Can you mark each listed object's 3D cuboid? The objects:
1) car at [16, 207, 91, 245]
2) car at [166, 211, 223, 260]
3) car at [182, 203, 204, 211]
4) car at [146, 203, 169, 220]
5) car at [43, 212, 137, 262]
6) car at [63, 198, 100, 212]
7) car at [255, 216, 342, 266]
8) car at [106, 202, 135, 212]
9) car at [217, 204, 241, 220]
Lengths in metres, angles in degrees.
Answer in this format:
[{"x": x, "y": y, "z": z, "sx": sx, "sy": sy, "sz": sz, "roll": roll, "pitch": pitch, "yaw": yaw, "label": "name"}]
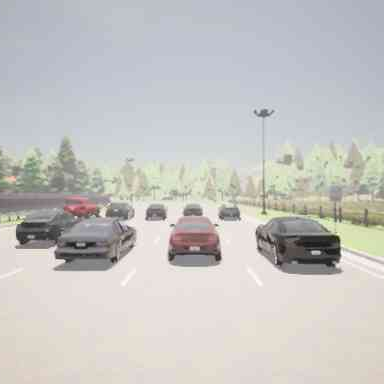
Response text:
[{"x": -6.906, "y": 1.704, "z": 16.711, "sx": 1.837, "sy": 1.490, "sz": 4.892, "roll": 0, "pitch": -1, "yaw": 0, "label": "car"}, {"x": 0.088, "y": 1.681, "z": 12.991, "sx": 1.812, "sy": 1.442, "sz": 4.674, "roll": 0, "pitch": -1, "yaw": 0, "label": "car"}, {"x": 0.093, "y": 1.894, "z": 32.672, "sx": 1.837, "sy": 1.490, "sz": 4.892, "roll": 0, "pitch": -1, "yaw": 0, "label": "car"}, {"x": -3.407, "y": 1.893, "z": 32.666, "sx": 1.837, "sy": 1.490, "sz": 4.892, "roll": 0, "pitch": -1, "yaw": 0, "label": "car"}, {"x": -3.406, "y": 1.700, "z": 12.717, "sx": 2.033, "sy": 1.411, "sz": 5.357, "roll": 0, "pitch": -1, "yaw": 0, "label": "car"}, {"x": -10.406, "y": 1.597, "z": 31.589, "sx": 2.150, "sy": 2.045, "sz": 5.566, "roll": 0, "pitch": -1, "yaw": 0, "label": "car"}, {"x": 3.589, "y": 1.622, "z": 12.078, "sx": 1.882, "sy": 1.535, "sz": 5.008, "roll": 0, "pitch": 0, "yaw": 0, "label": "car"}, {"x": -6.907, "y": 1.737, "z": 32.329, "sx": 2.097, "sy": 1.767, "sz": 4.553, "roll": 0, "pitch": -1, "yaw": 0, "label": "car"}, {"x": 3.593, "y": 1.880, "z": 32.603, "sx": 2.128, "sy": 1.511, "sz": 4.902, "roll": 0, "pitch": -1, "yaw": 0, "label": "car"}]
